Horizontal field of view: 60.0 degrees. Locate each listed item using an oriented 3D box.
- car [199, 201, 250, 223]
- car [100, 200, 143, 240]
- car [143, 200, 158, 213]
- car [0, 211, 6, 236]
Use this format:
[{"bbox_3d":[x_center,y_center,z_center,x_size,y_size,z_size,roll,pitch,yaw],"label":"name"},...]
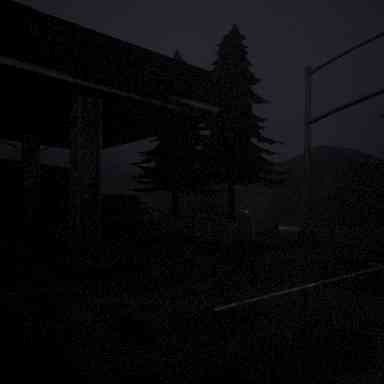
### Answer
[{"bbox_3d":[2.589,1.587,27.021,2.097,1.767,4.553,1,0,-35],"label":"car"},{"bbox_3d":[-4.587,1.445,18.252,1.905,1.878,3.866,1,0,-36],"label":"car"},{"bbox_3d":[-6.039,1.682,39.161,2.033,1.411,5.357,1,0,-35],"label":"car"},{"bbox_3d":[-11.718,1.519,18.432,2.242,1.667,4.611,1,0,-36],"label":"car"}]
